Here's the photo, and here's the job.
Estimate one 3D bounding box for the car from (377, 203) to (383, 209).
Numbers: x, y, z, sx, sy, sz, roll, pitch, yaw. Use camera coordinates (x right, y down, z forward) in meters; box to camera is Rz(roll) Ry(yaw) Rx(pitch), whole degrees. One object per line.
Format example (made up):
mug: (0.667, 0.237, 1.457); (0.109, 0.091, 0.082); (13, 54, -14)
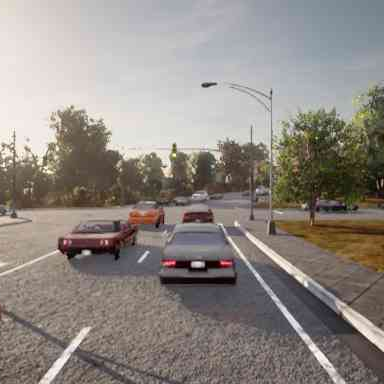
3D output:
car: (25.721, 1.468, 40.638); (5.357, 1.411, 2.033); (-2, 0, 3)

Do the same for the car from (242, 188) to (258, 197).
car: (14.266, 0.400, 84.687); (2.128, 1.511, 4.902); (0, 3, 33)

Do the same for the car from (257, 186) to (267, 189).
car: (19.952, -0.610, 93.170); (2.150, 2.045, 5.566); (0, 3, 38)

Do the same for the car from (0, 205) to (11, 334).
car: (-3.411, 1.227, 1.766); (2.150, 2.045, 5.566); (0, 0, -1)

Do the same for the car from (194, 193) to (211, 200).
car: (1.689, 1.498, 66.922); (1.812, 1.442, 4.674); (0, 2, 21)

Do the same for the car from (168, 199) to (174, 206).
car: (-5.192, 1.808, 57.231); (1.895, 1.301, 4.718); (0, 0, 16)

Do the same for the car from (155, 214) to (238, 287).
car: (0.143, 1.576, 9.470); (2.033, 1.411, 5.357); (0, 0, 0)

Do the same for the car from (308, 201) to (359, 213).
car: (16.096, 1.708, 37.714); (4.718, 1.301, 1.895); (-1, 0, 3)

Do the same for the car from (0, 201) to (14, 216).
car: (-22.451, 1.804, 36.333); (4.902, 1.511, 2.128); (-1, 0, 2)

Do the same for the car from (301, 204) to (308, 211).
car: (16.024, 1.729, 41.224); (4.718, 1.301, 1.895); (-1, 0, 3)

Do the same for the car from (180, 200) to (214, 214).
car: (0.465, 1.566, 22.135); (1.882, 1.535, 5.008); (0, 0, 2)

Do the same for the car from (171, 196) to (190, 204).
car: (-2.243, 1.580, 66.406); (2.033, 1.411, 5.357); (0, 2, 20)

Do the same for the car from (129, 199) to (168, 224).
car: (-3.117, 1.446, 23.303); (2.097, 1.767, 4.553); (0, 0, 0)

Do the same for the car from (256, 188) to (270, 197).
car: (17.807, 0.402, 83.764); (1.895, 1.301, 4.718); (0, 3, 33)

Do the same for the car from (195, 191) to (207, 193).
car: (1.809, 0.858, 76.225); (2.150, 2.045, 5.566); (0, 2, 23)

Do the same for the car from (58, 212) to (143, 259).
car: (-3.320, 1.644, 12.800); (1.895, 1.301, 4.718); (0, 0, 1)

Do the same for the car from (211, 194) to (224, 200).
car: (5.629, 1.146, 76.156); (1.895, 1.301, 4.718); (0, 3, 26)

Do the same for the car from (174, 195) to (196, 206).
car: (-1.361, 1.731, 57.998); (2.033, 1.411, 5.357); (0, 1, 15)
